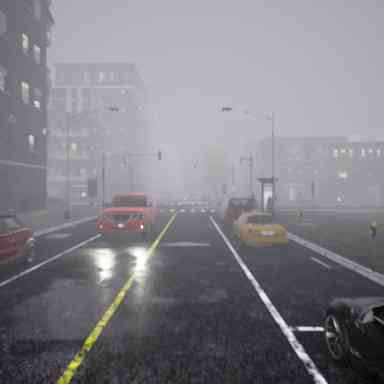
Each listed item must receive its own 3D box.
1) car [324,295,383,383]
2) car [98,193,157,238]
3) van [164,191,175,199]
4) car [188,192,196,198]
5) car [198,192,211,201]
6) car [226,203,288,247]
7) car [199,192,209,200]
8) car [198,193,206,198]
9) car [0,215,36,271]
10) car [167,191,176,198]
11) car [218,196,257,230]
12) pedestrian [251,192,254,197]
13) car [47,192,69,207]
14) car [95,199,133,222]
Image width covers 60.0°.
[{"bbox_3d":[2.690,1.541,2.844,1.947,1.339,4.313,0,0,0],"label":"car"},{"bbox_3d":[-3.096,1.076,17.216,2.150,2.045,5.566,0,0,0],"label":"car"},{"bbox_3d":[-5.695,0.727,80.042,1.690,1.788,3.998,0,0,0],"label":"van"},{"bbox_3d":[-0.003,0.790,87.639,1.882,1.535,5.008,0,0,0],"label":"car"},{"bbox_3d":[2.687,1.052,62.952,2.008,1.369,4.403,0,0,0],"label":"car"},{"bbox_3d":[2.689,1.406,14.093,1.752,1.417,4.829,0,0,0],"label":"car"},{"bbox_3d":[2.686,0.864,74.345,1.967,1.590,4.097,0,0,0],"label":"car"},{"bbox_3d":[2.686,0.866,91.436,2.008,1.369,4.403,0,0,0],"label":"car"},{"bbox_3d":[-5.691,1.368,8.383,1.967,1.590,4.097,0,0,0],"label":"car"},{"bbox_3d":[-5.696,0.630,91.436,2.192,1.841,5.009,0,0,0],"label":"car"},{"bbox_3d":[2.689,1.151,19.461,2.192,1.841,5.009,0,0,0],"label":"car"},{"bbox_3d":[6.133,0.856,34.003,0.375,1.860,0.375,0,0,0],"label":"pedestrian"},{"bbox_3d":[-17.275,0.933,39.233,5.009,1.841,2.192,0,0,0],"label":"car"},{"bbox_3d":[-5.692,1.316,24.832,1.752,1.417,4.829,0,0,0],"label":"car"}]
